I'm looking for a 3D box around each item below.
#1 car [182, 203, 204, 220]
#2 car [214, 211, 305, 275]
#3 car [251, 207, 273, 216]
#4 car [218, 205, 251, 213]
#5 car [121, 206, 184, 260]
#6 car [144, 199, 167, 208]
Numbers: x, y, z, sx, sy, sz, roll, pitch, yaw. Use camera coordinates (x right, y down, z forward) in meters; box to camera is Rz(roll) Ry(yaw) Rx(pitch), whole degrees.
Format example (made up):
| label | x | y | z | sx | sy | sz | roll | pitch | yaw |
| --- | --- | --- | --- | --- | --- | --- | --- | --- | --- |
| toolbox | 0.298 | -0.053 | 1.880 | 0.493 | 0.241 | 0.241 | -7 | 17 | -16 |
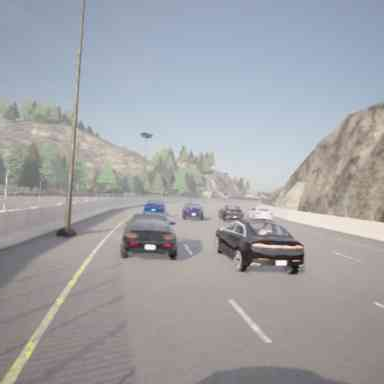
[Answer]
| label | x | y | z | sx | sy | sz | roll | pitch | yaw |
| --- | --- | --- | --- | --- | --- | --- | --- | --- | --- |
| car | 0.056 | 1.744 | 30.709 | 1.812 | 1.442 | 4.674 | 4 | 0 | -3 |
| car | 2.084 | 1.715 | 11.484 | 2.128 | 1.511 | 4.902 | 4 | 0 | -9 |
| car | 6.888 | 2.237 | 33.663 | 1.812 | 1.442 | 4.674 | 4 | 0 | -2 |
| car | 3.545 | 1.951 | 30.633 | 2.128 | 1.511 | 4.902 | 4 | 0 | -3 |
| car | -1.587 | 1.502 | 12.385 | 1.812 | 1.442 | 4.674 | 4 | 0 | -8 |
| car | -3.521 | 1.458 | 32.013 | 1.882 | 1.535 | 5.008 | 4 | 0 | -2 |
